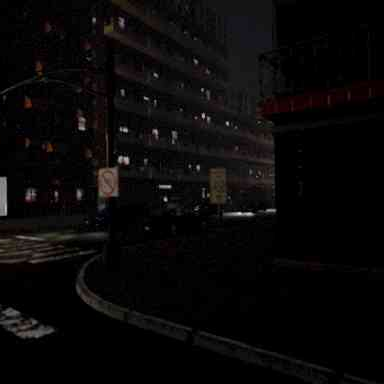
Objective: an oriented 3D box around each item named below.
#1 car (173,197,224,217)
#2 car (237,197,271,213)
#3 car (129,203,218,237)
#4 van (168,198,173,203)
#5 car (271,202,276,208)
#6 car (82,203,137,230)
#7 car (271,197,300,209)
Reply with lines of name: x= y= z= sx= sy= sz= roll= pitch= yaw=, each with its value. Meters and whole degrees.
car: x=0.816 y=1.319 z=28.521 sx=2.097 sy=1.767 sz=4.553 roll=-1 pitch=-1 yaw=36
car: x=6.670 y=1.510 z=36.631 sx=1.994 sy=1.385 sz=4.181 roll=-1 pitch=-1 yaw=36
car: x=-0.779 y=1.430 z=17.023 sx=2.008 sy=1.369 sz=4.403 roll=-1 pitch=-1 yaw=36
van: x=-0.677 y=1.356 z=30.668 sx=1.690 sy=1.788 sz=3.998 roll=-1 pitch=-1 yaw=36
car: x=9.080 y=1.422 z=44.237 sx=1.967 sy=1.590 sz=4.097 roll=-1 pitch=-1 yaw=36
car: x=-4.539 y=1.465 z=21.073 sx=1.882 sy=1.535 sz=5.008 roll=-1 pitch=-1 yaw=36
car: x=12.766 y=1.417 z=45.040 sx=2.128 sy=1.511 sz=4.902 roll=-1 pitch=-1 yaw=37
